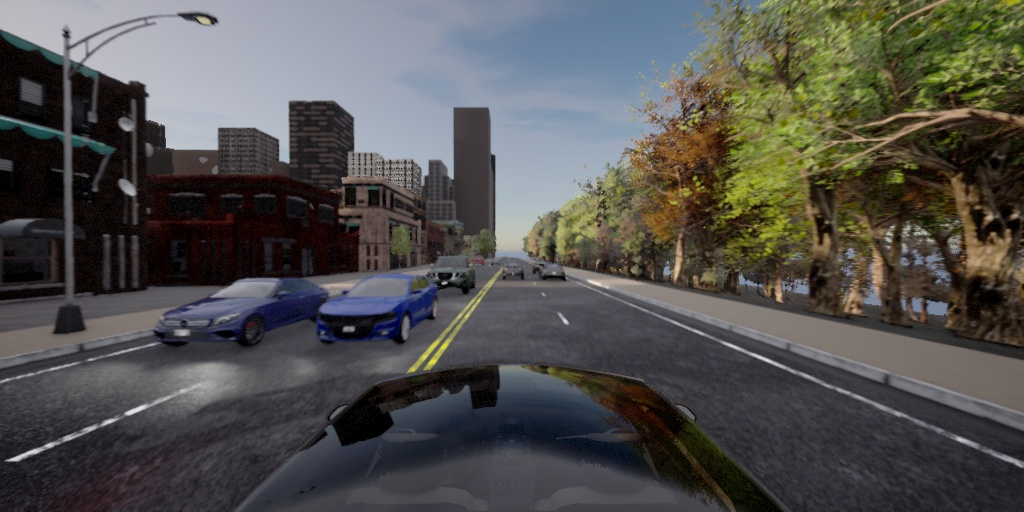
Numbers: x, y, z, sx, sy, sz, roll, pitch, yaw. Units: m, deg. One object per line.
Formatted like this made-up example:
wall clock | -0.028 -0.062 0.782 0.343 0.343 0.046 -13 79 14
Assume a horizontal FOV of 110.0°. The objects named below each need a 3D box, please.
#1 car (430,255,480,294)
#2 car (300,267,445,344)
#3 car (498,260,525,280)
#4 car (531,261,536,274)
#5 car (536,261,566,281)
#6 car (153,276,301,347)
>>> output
car | -3.322 0.977 20.540 2.150 2.045 5.566 0 0 0
car | -3.343 1.231 9.855 1.882 1.535 5.008 0 0 0
car | 0.121 1.251 31.500 2.128 1.511 4.902 0 0 1
car | 3.313 1.267 42.506 1.837 1.490 4.892 0 1 1
car | 3.372 1.322 30.513 1.994 1.385 4.181 0 0 0
car | -6.592 1.280 9.505 1.812 1.442 4.674 0 0 0
